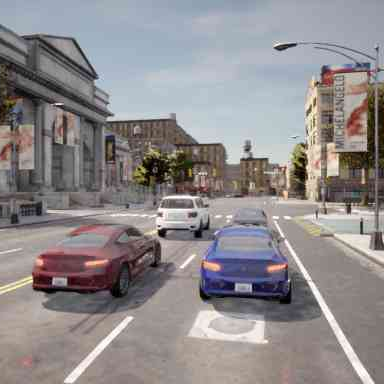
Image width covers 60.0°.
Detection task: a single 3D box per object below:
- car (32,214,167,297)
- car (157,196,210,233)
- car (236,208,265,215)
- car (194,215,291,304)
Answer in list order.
[{"bbox_3d":[-2.133,1.526,8.548,1.812,1.442,4.674,0,0,9],"label":"car"},{"bbox_3d":[-0.344,1.221,18.071,2.150,2.045,5.566,0,0,9],"label":"car"},{"bbox_3d":[3.077,1.547,17.515,2.033,1.411,5.357,0,0,11],"label":"car"},{"bbox_3d":[1.307,1.526,8.152,1.812,1.442,4.674,0,0,10],"label":"car"}]
